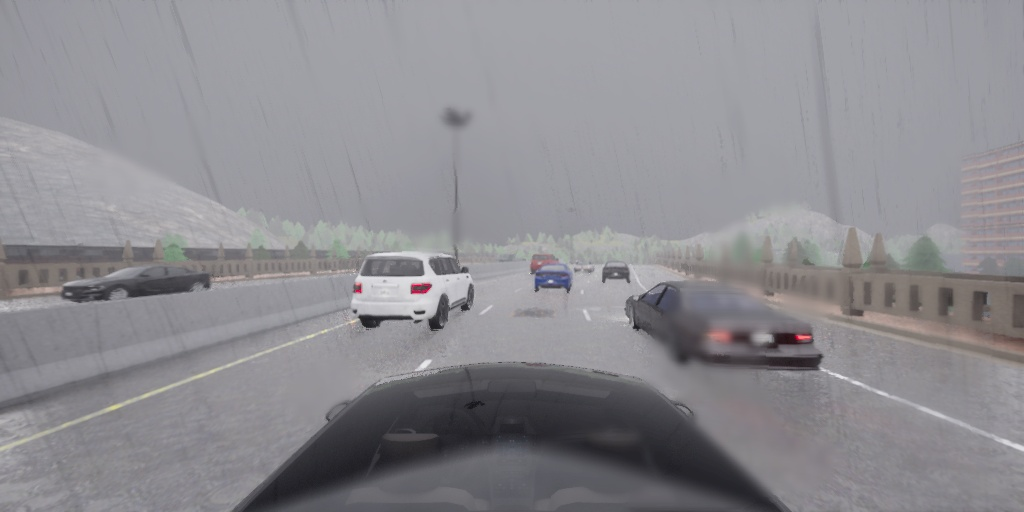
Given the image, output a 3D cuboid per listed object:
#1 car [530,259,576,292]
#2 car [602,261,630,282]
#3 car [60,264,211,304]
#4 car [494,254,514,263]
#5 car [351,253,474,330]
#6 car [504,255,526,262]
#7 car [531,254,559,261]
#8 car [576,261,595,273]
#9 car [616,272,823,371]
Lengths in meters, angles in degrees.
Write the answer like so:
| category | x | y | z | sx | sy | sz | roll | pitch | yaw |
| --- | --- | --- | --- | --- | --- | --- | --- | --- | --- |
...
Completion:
| category | x | y | z | sx | sy | sz | roll | pitch | yaw |
| --- | --- | --- | --- | --- | --- | --- | --- | --- | --- |
| car | 2.501 | 1.140 | 20.616 | 1.882 | 1.535 | 5.008 | 0 | 0 | 12 |
| car | 7.937 | 1.113 | 27.325 | 1.882 | 1.535 | 5.008 | 0 | 0 | 16 |
| car | -16.317 | 1.146 | 15.966 | 1.882 | 1.535 | 5.008 | 0 | 0 | 8 |
| car | -0.996 | 0.707 | 57.774 | 2.150 | 2.045 | 5.566 | 0 | 0 | 18 |
| car | -2.717 | 0.924 | 11.106 | 2.150 | 2.045 | 5.566 | 0 | 0 | 6 |
| car | 0.882 | 1.019 | 52.192 | 1.837 | 1.490 | 4.892 | 0 | 0 | 18 |
| car | 3.419 | 0.810 | 36.449 | 2.150 | 2.045 | 5.566 | 0 | 0 | 17 |
| car | 7.962 | 1.180 | 39.222 | 1.895 | 1.301 | 4.718 | 0 | 0 | 18 |
| car | 3.954 | 1.271 | 7.866 | 2.033 | 1.411 | 5.357 | 0 | 0 | 5 |
